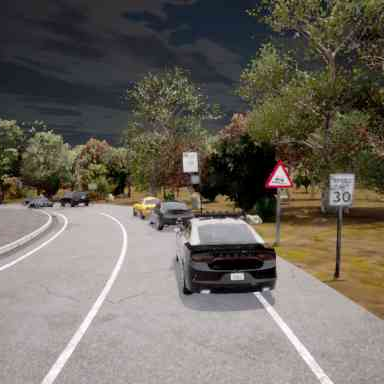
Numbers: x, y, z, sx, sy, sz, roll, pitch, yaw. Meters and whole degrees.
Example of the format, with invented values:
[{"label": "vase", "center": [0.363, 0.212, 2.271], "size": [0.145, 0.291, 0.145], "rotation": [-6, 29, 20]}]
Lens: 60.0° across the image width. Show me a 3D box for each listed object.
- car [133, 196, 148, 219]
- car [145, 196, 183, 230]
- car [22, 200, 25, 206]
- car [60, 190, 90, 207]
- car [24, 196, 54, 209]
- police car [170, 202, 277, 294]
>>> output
[{"label": "car", "center": [-3.227, 1.076, 25.015], "size": [1.801, 1.575, 5.366], "rotation": [-2, 1, -20]}, {"label": "car", "center": [-1.262, 1.216, 18.863], "size": [1.837, 1.490, 4.892], "rotation": [-2, 1, -15]}, {"label": "car", "center": [-25.157, 1.393, 53.045], "size": [4.902, 1.511, 2.128], "rotation": [-2, 3, 34]}, {"label": "car", "center": [-15.428, 0.863, 43.657], "size": [2.150, 2.045, 5.566], "rotation": [-5, 3, -41]}, {"label": "car", "center": [-19.590, 1.478, 43.086], "size": [1.994, 1.385, 4.181], "rotation": [-5, 2, -43]}, {"label": "police car", "center": [0.582, 1.309, 8.694], "size": [1.930, 1.638, 5.238], "rotation": [-1, 1, -6]}]
